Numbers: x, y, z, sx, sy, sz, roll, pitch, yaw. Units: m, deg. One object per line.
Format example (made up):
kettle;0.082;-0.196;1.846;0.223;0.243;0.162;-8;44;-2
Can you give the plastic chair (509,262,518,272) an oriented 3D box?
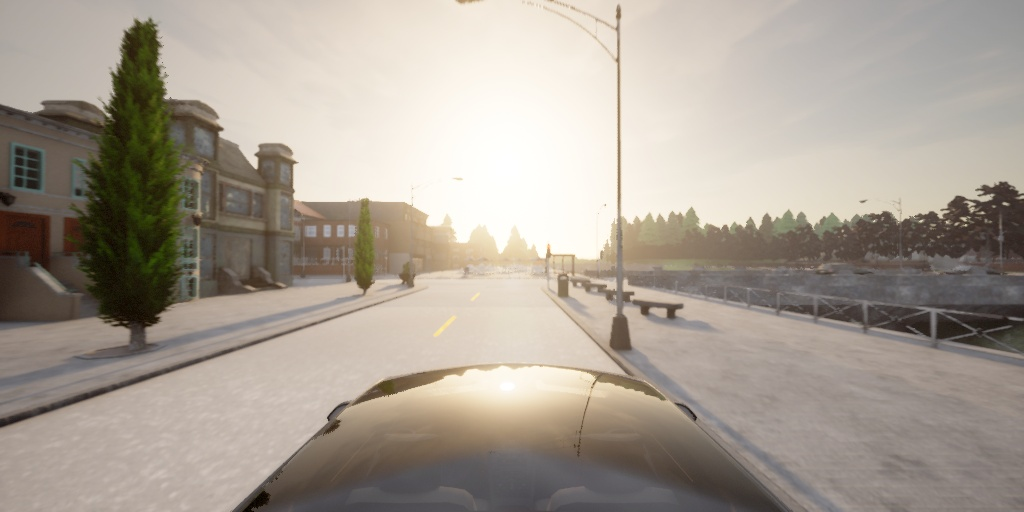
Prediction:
plastic chair;0.143;2.102;60.611;0.730;1.272;0.750;0;0;0

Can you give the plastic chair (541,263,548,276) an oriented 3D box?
plastic chair;4.843;1.993;52.811;0.730;1.272;0.750;0;0;0

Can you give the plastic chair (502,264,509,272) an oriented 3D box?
plastic chair;-1.257;2.087;59.511;0.750;1.272;0.730;0;0;0

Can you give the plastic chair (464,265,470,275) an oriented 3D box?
plastic chair;-7.053;2.082;59.142;0.750;1.272;0.730;0;0;-1

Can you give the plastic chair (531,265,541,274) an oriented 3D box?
plastic chair;3.443;1.978;51.711;0.750;1.272;0.730;0;0;0

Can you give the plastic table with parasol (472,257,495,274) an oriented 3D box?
plastic table with parasol;-4.237;1.402;53.731;2.482;2.480;2.482;0;0;0

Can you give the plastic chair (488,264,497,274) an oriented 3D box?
plastic chair;-2.957;2.005;53.611;0.730;1.272;0.750;0;0;0

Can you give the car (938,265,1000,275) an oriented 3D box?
car;48.102;1.730;37.842;5.008;1.535;1.882;0;-1;0

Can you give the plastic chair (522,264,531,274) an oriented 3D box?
plastic chair;2.243;1.996;53.011;0.730;1.272;0.750;0;0;0

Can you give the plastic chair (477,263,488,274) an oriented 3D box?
plastic chair;-4.357;1.989;52.511;0.750;1.272;0.730;0;0;0

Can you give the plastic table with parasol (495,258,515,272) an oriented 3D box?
plastic table with parasol;-1.207;1.500;60.711;2.482;2.480;2.482;0;0;0

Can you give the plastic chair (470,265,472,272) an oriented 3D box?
plastic chair;-5.557;2.008;53.811;0.730;1.272;0.750;0;0;0

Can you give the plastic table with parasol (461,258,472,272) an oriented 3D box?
plastic table with parasol;-7.127;1.495;60.321;2.482;2.480;2.482;0;0;0

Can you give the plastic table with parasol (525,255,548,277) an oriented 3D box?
plastic table with parasol;3.583;1.391;52.981;2.482;2.480;2.482;0;0;0

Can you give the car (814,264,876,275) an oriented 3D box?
car;31.378;1.494;33.830;4.553;1.767;2.097;0;-1;0
